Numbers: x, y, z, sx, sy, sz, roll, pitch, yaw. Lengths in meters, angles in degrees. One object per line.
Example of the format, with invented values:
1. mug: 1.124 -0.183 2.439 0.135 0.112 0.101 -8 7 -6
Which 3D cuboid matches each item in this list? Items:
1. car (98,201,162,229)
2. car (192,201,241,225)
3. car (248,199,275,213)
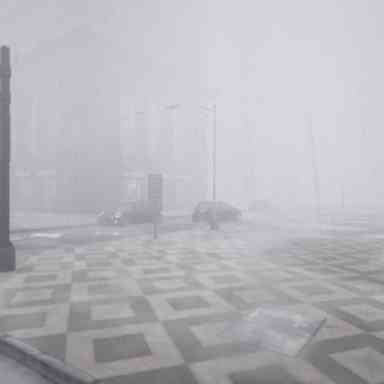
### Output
1. car: -4.149 1.421 22.659 2.097 1.767 4.553 0 0 36
2. car: 2.011 1.468 25.785 2.097 1.767 4.553 0 0 36
3. car: 8.517 1.673 40.315 1.837 1.490 4.892 0 0 36
